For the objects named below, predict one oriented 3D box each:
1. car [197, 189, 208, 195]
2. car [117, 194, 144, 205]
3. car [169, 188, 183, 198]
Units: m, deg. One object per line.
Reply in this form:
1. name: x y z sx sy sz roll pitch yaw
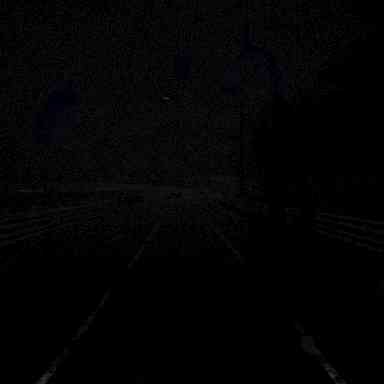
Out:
1. car: 2.949 -0.074 92.198 2.097 1.767 4.553 1 1 14
2. car: -8.328 0.969 45.480 2.033 1.411 5.357 1 2 14
3. car: -3.153 0.504 66.923 1.812 1.442 4.674 1 1 14
